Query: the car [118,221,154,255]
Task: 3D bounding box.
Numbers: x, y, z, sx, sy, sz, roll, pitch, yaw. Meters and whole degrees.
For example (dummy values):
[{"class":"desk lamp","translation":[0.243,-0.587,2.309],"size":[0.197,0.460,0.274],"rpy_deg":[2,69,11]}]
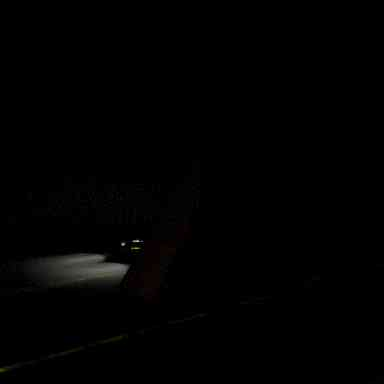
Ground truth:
[{"class":"car","translation":[-0.299,1.460,12.374],"size":[4.892,1.490,1.837],"rpy_deg":[0,0,-35]}]
